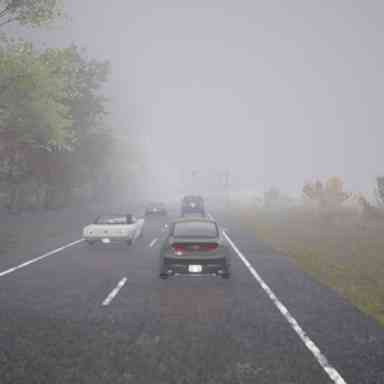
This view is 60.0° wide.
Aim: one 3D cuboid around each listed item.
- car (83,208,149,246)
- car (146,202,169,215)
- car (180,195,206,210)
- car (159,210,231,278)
[{"bbox_3d":[-3.404,1.635,15.448,1.895,1.301,4.718,0,0,0],"label":"car"},{"bbox_3d":[-3.405,1.631,32.725,1.994,1.385,4.181,0,0,0],"label":"car"},{"bbox_3d":[0.096,1.286,31.570,2.150,2.045,5.566,0,0,0],"label":"car"},{"bbox_3d":[0.085,1.529,10.195,1.837,1.490,4.892,0,0,0],"label":"car"}]
